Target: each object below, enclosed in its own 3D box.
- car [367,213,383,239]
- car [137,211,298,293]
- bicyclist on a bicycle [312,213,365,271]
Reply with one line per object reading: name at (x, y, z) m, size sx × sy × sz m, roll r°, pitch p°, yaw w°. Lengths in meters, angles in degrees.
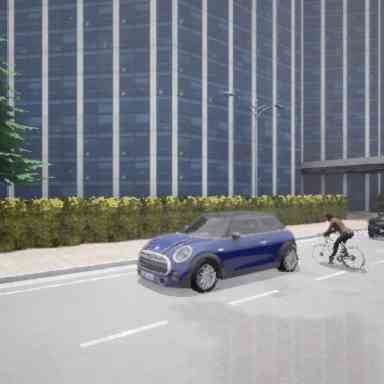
car at (10.570, 1.478, 16.441) m, size 5.008 × 1.535 × 1.882 m, roll 0°, pitch 0°, yaw -37°
car at (0.811, 1.351, 9.032) m, size 4.553 × 1.767 × 2.097 m, roll 0°, pitch 0°, yaw -37°
bicyclist on a bicycle at (4.280, 1.455, 9.872) m, size 0.582 × 1.620 × 1.656 m, roll 0°, pitch -2°, yaw -37°
